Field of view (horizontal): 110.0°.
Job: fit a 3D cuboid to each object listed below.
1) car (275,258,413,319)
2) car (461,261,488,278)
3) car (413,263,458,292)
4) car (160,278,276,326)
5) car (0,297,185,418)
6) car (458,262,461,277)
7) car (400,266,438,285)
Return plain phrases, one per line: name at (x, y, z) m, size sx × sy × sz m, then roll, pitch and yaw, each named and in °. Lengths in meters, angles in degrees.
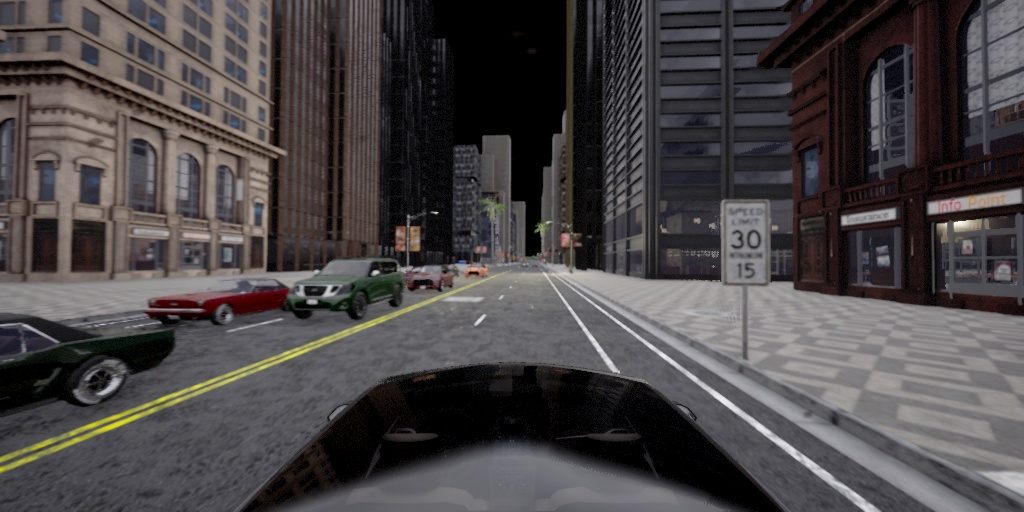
car at (-5.912, 1.086, 13.681) m, size 2.150 × 2.045 × 5.566 m, roll 0°, pitch -1°, yaw 4°
car at (-4.031, 1.609, 41.250) m, size 2.097 × 1.767 × 4.553 m, roll 0°, pitch -1°, yaw 4°
car at (-5.267, 1.355, 23.864) m, size 2.097 × 1.767 × 4.553 m, roll 0°, pitch -1°, yaw 3°
car at (-9.276, 1.424, 12.183) m, size 1.895 × 1.301 × 4.718 m, roll 0°, pitch -1°, yaw 4°
car at (-6.579, 1.332, 3.600) m, size 1.895 × 1.301 × 4.718 m, roll 0°, pitch -1°, yaw 6°
car at (-7.279, 1.759, 41.402) m, size 1.837 × 1.490 × 4.892 m, roll 0°, pitch -1°, yaw 4°
car at (-7.993, 1.612, 31.390) m, size 1.812 × 1.442 × 4.674 m, roll 0°, pitch -1°, yaw 4°
